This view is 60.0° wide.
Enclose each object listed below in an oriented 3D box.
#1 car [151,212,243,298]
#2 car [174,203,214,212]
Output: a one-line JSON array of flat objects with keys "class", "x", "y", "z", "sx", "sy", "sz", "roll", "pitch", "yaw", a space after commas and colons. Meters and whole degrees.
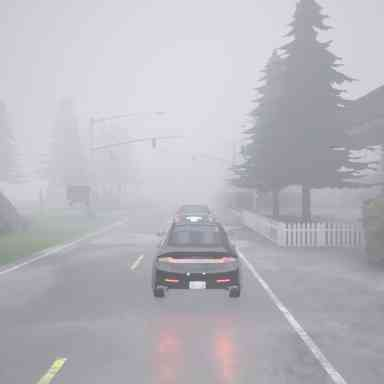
[{"class": "car", "x": 0.100, "y": 1.492, "z": 8.517, "sx": 2.128, "sy": 1.511, "sz": 4.902, "roll": 0, "pitch": 0, "yaw": 0}, {"class": "car", "x": 0.101, "y": 1.352, "z": 17.670, "sx": 2.097, "sy": 1.767, "sz": 4.553, "roll": 0, "pitch": 0, "yaw": 0}]
